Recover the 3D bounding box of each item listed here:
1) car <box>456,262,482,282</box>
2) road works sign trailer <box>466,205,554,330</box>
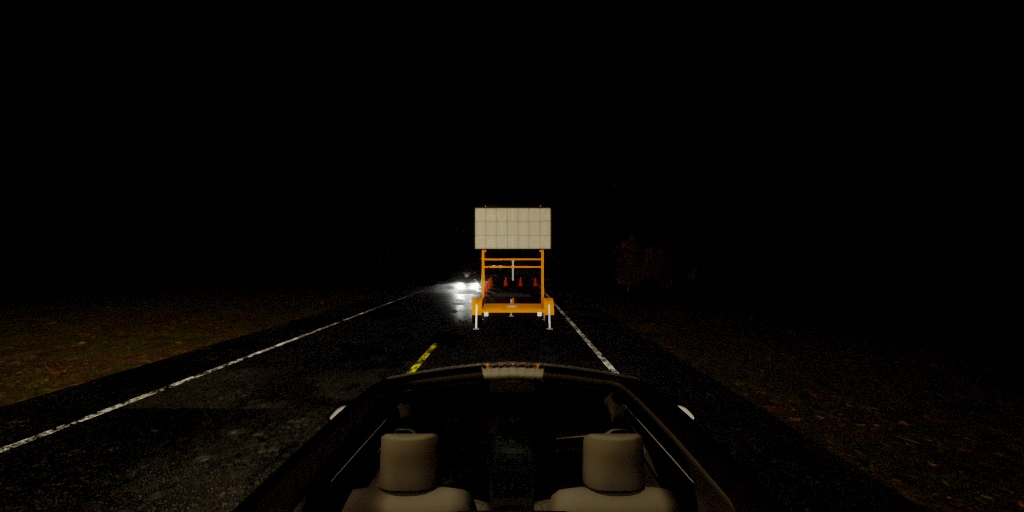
[{"bbox_3d":[-3.415,1.250,29.582,2.128,1.511,4.902,0,0,0],"label":"car"},{"bbox_3d":[0.028,0.215,11.140,2.380,3.560,2.880,0,0,0],"label":"road works sign trailer"}]
